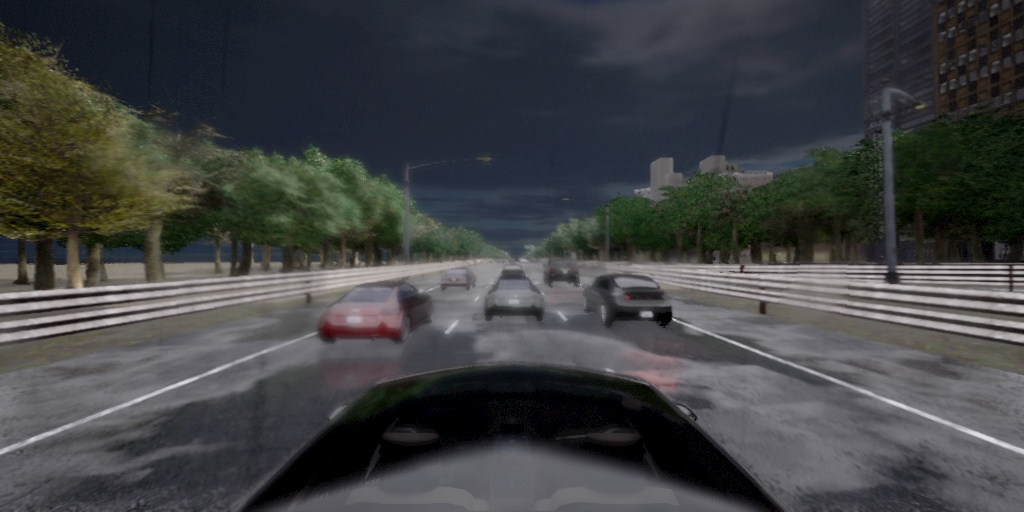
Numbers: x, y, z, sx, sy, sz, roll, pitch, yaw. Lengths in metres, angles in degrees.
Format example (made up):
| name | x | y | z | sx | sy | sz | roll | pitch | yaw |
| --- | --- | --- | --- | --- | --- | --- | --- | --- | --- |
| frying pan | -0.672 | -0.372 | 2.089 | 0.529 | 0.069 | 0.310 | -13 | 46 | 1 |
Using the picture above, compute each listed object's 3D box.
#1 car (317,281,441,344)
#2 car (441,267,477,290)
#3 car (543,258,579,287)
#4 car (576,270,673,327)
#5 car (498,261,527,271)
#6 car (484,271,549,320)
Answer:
| name | x | y | z | sx | sy | sz | roll | pitch | yaw |
| --- | --- | --- | --- | --- | --- | --- | --- | --- | --- |
| car | -3.444 | 1.379 | 9.863 | 1.994 | 1.385 | 4.181 | 0 | 0 | 0 |
| car | -3.452 | 1.461 | 23.840 | 2.033 | 1.411 | 5.357 | 0 | 0 | 0 |
| car | 3.572 | 1.150 | 26.554 | 2.150 | 2.045 | 5.566 | 0 | 0 | 1 |
| car | 3.568 | 1.334 | 11.848 | 1.837 | 1.490 | 4.892 | 0 | -1 | 0 |
| car | 0.086 | 1.413 | 29.179 | 1.882 | 1.535 | 5.008 | 0 | 0 | 0 |
| car | 0.077 | 1.404 | 13.092 | 1.994 | 1.385 | 4.181 | 0 | 0 | 0 |
